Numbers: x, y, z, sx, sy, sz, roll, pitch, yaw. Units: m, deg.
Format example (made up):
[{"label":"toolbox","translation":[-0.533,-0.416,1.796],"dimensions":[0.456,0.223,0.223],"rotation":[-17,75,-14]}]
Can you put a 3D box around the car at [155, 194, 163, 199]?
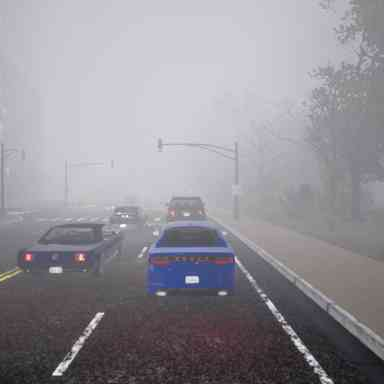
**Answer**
[{"label":"car","translation":[-9.213,1.207,93.404],"dimensions":[1.882,1.535,5.008],"rotation":[0,0,-11]}]

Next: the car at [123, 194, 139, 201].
[{"label":"car","translation":[-9.518,1.495,51.182],"dimensions":[1.812,1.442,4.674],"rotation":[0,0,-6]}]

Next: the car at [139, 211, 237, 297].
[{"label":"car","translation":[-0.046,1.476,8.648],"dimensions":[1.882,1.535,5.008],"rotation":[0,0,-1]}]

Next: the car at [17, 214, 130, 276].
[{"label":"car","translation":[-3.333,1.599,10.261],"dimensions":[1.895,1.301,4.718],"rotation":[0,0,-1]}]

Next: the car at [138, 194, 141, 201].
[{"label":"car","translation":[-10.664,1.307,61.041],"dimensions":[2.097,1.767,4.553],"rotation":[0,0,-7]}]

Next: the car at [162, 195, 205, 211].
[{"label":"car","translation":[-0.382,1.214,19.150],"dimensions":[2.150,2.045,5.566],"rotation":[0,0,-2]}]

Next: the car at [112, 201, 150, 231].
[{"label":"car","translation":[-3.660,1.498,19.612],"dimensions":[1.837,1.490,4.892],"rotation":[0,0,-2]}]

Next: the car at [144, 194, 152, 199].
[{"label":"car","translation":[-12.407,1.285,92.803],"dimensions":[1.994,1.385,4.181],"rotation":[0,0,-11]}]

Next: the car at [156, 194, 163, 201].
[{"label":"car","translation":[-7.390,1.389,83.442],"dimensions":[1.882,1.535,5.008],"rotation":[0,0,-10]}]

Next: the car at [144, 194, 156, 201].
[{"label":"car","translation":[-10.525,1.393,82.512],"dimensions":[1.882,1.535,5.008],"rotation":[0,0,-10]}]

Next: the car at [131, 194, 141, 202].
[{"label":"car","translation":[-12.426,1.289,74.027],"dimensions":[2.097,1.767,4.553],"rotation":[0,0,-9]}]
